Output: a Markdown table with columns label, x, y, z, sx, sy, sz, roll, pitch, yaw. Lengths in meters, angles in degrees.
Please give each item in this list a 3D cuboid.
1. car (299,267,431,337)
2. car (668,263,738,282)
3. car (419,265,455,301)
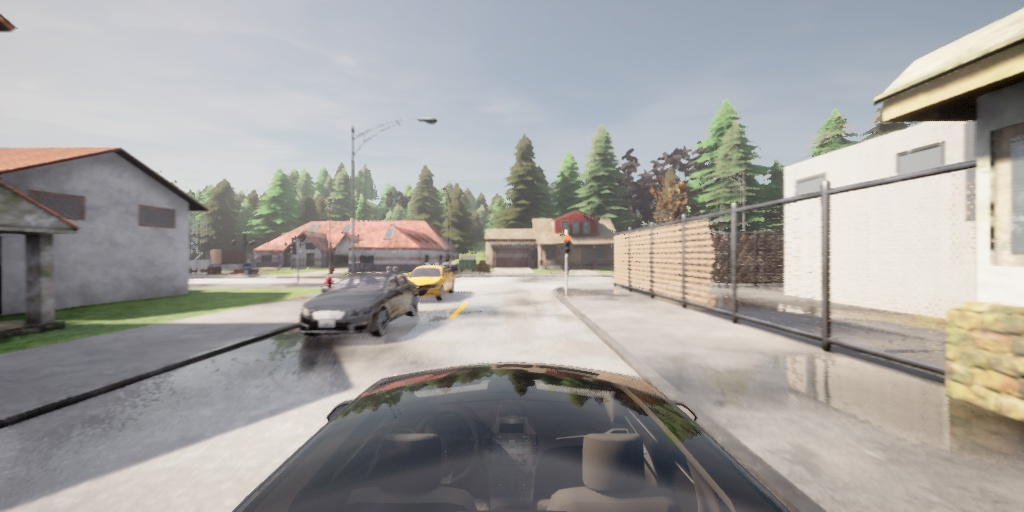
| label | x | y | z | sx | sy | sz | roll | pitch | yaw |
| --- | --- | --- | --- | --- | --- | --- | --- | --- | --- |
| car | -4.076 | 1.238 | 10.368 | 2.128 | 1.511 | 4.902 | 0 | 0 | 0 |
| car | 14.386 | 1.146 | 27.117 | 4.892 | 1.490 | 1.837 | 0 | 0 | 1 |
| car | -4.013 | 1.207 | 17.522 | 1.882 | 1.535 | 5.008 | 0 | 0 | 0 |
